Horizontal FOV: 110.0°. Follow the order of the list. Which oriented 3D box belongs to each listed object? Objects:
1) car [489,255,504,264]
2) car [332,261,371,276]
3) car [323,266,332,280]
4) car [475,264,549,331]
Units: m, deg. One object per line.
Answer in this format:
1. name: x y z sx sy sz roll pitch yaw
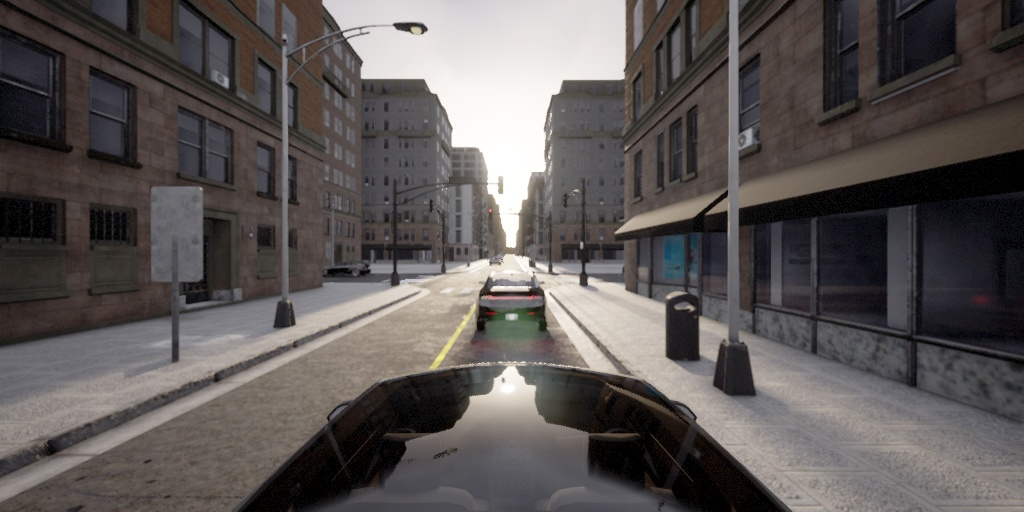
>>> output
1. car: -2.840 0.855 60.245 1.895 1.301 4.718 0 0 0
2. car: -14.779 1.099 31.849 4.313 1.339 1.948 0 0 0
3. car: -14.780 1.120 23.823 4.313 1.339 1.948 0 0 0
4. car: -0.003 1.173 10.679 2.128 1.511 4.902 0 0 0
